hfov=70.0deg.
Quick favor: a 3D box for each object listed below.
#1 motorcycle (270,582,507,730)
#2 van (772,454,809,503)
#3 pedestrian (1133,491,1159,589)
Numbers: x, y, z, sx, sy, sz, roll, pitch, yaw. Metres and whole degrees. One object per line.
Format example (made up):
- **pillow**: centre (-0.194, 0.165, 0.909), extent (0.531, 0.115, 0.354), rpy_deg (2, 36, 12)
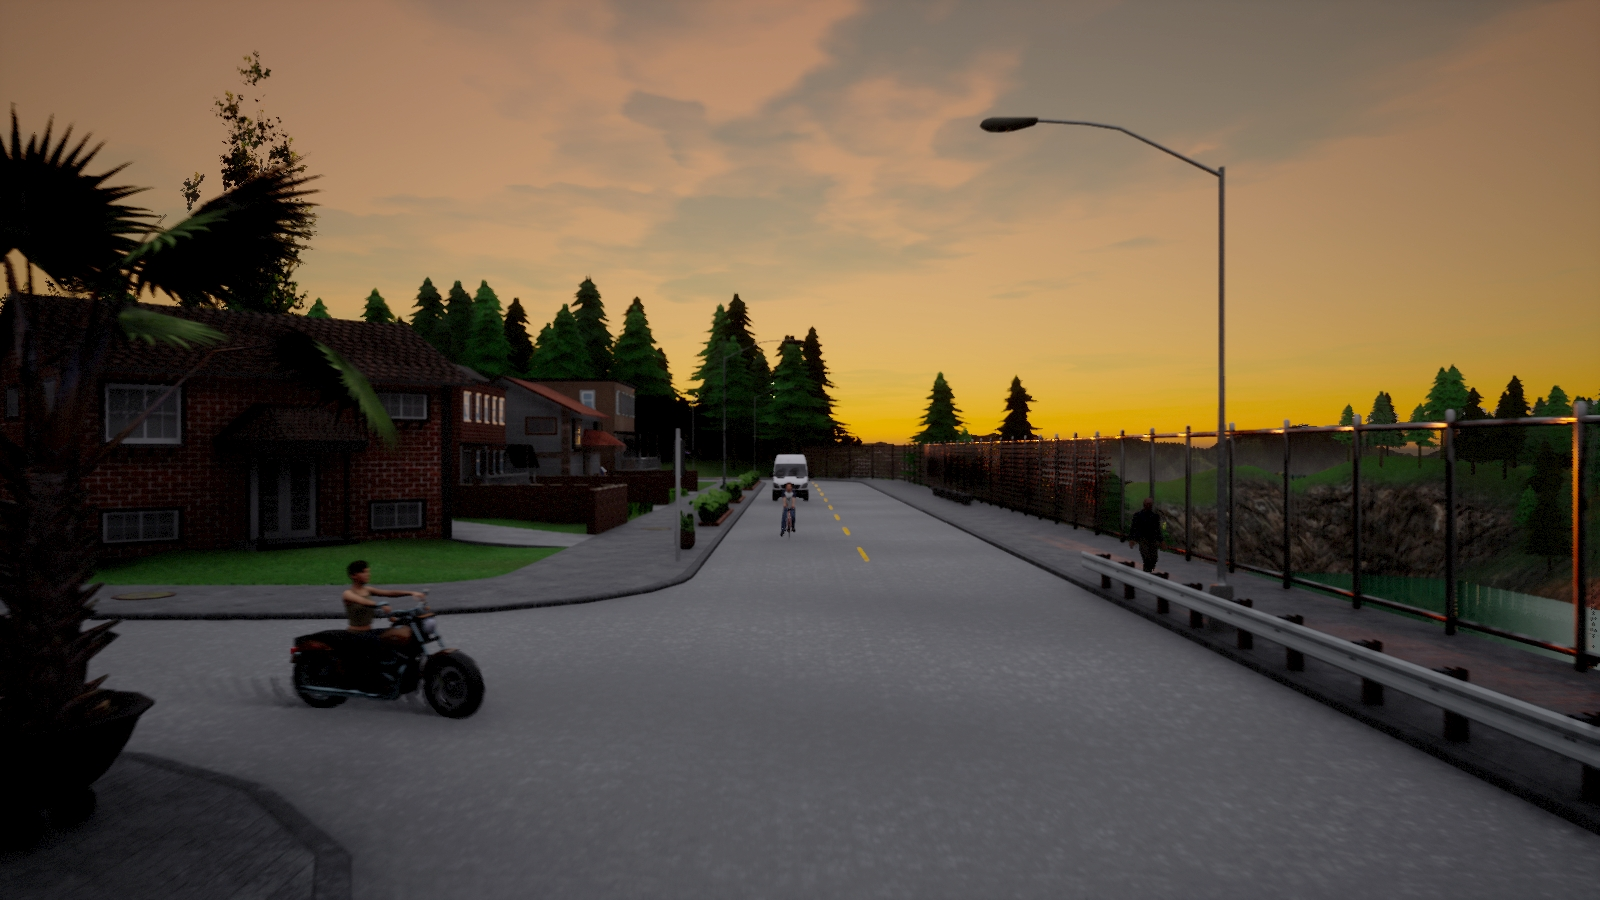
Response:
- **motorcycle**: centre (-4.385, 2.155, 12.196), extent (2.356, 1.307, 0.764), rpy_deg (0, 2, 16)
- **van**: centre (-0.526, 1.534, 63.545), extent (1.988, 2.561, 5.915), rpy_deg (0, 0, 0)
- **pedestrian**: centre (6.736, 1.744, 22.256), extent (0.375, 1.860, 0.375), rpy_deg (0, 0, -4)
